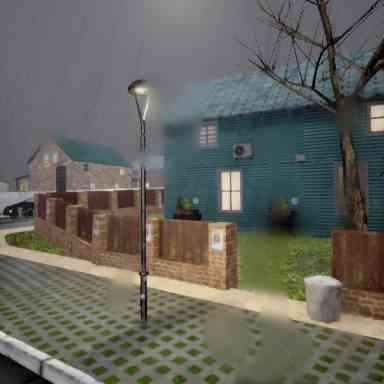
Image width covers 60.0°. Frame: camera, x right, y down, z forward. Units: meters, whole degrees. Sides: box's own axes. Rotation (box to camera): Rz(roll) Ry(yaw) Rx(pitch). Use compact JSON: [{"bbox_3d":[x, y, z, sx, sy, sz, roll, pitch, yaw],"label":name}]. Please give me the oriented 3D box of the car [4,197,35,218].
[{"bbox_3d":[-11.012,1.034,23.720,1.994,1.385,4.181,-1,1,29],"label":"car"}]
